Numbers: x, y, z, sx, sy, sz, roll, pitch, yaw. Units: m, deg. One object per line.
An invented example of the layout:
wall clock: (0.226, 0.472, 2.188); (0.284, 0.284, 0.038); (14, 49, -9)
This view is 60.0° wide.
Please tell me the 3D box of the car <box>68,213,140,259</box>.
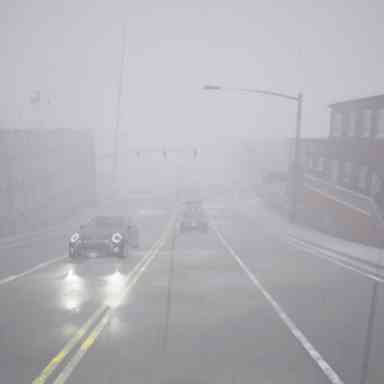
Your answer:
car: (-3.591, 1.756, 14.314); (2.097, 1.767, 4.553); (0, -2, 0)

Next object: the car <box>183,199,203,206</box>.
car: (0.108, 1.432, 34.189); (2.033, 1.411, 5.357); (0, 6, 0)

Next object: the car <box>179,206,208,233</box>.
car: (0.113, 2.081, 24.273); (1.994, 1.385, 4.181); (0, 1, 0)
